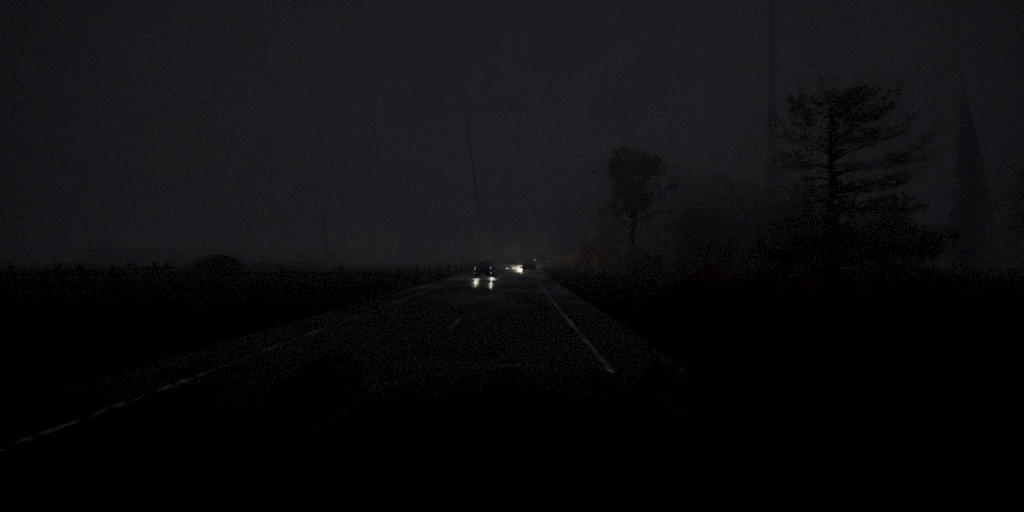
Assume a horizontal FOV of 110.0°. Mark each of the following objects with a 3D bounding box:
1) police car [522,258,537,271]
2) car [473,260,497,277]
[{"bbox_3d":[2.537,1.384,52.644,1.930,1.638,5.238,0,0,3],"label":"police car"},{"bbox_3d":[-2.807,1.241,38.074,2.097,1.767,4.553,0,0,3],"label":"car"}]
